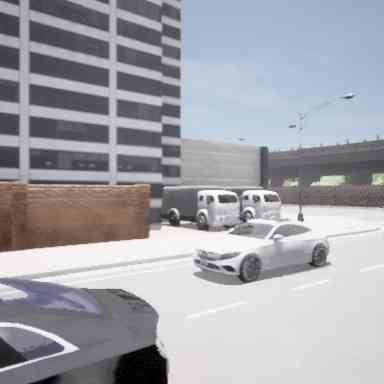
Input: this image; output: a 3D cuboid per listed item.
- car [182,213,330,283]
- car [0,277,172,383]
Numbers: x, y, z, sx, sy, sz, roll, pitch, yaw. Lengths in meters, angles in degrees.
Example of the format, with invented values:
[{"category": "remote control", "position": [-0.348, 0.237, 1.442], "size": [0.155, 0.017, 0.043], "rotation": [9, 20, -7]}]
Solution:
[{"category": "car", "position": [2.210, 1.527, 9.818], "size": [4.674, 1.442, 1.812], "rotation": [0, 0, -35]}, {"category": "car", "position": [-2.466, 1.491, 2.196], "size": [4.902, 1.511, 2.128], "rotation": [0, 0, -35]}]
